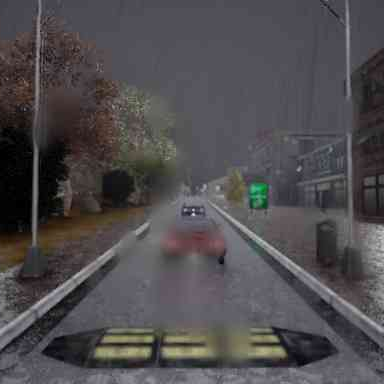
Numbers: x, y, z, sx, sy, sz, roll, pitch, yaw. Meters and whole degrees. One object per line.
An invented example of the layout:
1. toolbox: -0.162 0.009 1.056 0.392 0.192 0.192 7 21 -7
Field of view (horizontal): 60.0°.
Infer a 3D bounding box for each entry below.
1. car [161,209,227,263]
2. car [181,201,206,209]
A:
1. car: 0.085 1.512 11.592 1.895 1.301 4.718 0 1 1
2. car: 0.132 1.363 26.961 1.895 1.301 4.718 0 1 1
